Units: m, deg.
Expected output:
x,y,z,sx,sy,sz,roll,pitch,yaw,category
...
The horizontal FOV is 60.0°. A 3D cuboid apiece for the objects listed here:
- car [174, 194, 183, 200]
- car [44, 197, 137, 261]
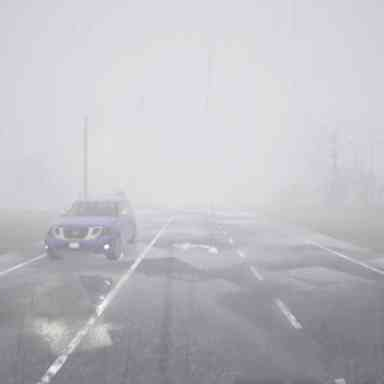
x,y,z,sx,sy,sz,roll,pitch,yaw,category
-3.318,1.213,83.709,2.097,1.767,4.553,0,0,0,car
-3.487,1.217,12.612,2.150,2.045,5.566,0,0,0,car
